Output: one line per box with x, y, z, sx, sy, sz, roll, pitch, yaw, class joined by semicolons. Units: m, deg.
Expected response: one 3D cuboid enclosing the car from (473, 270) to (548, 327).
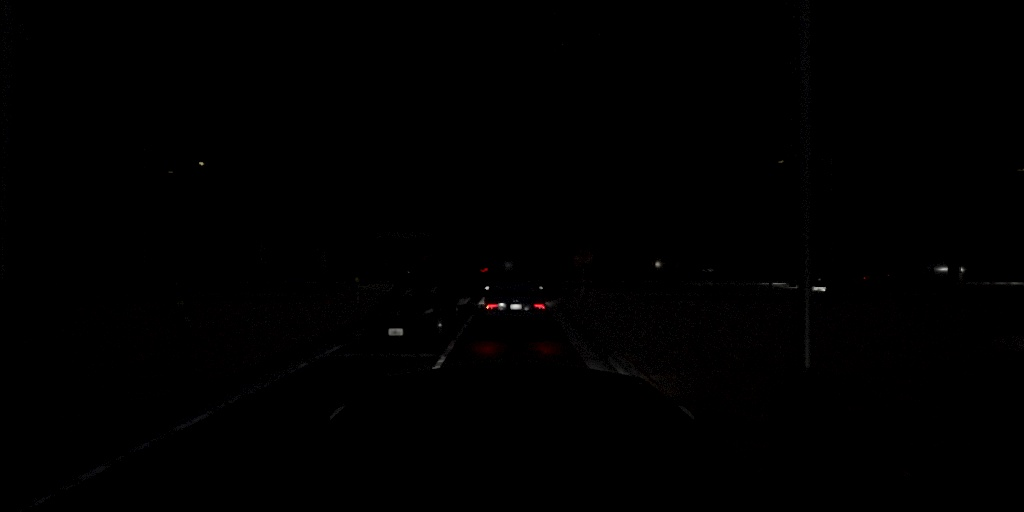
0.070;1.350;11.657;2.033;1.411;5.357;0;0;-1;car

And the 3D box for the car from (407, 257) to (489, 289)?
-4.228;1.089;23.861;5.566;2.045;2.150;0;0;0;car

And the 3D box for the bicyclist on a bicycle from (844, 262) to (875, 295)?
17.374;1.108;17.970;0.582;1.620;1.656;0;0;0;bicyclist on a bicycle

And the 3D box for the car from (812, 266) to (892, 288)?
22.425;1.376;23.819;4.181;1.385;1.994;0;0;0;car

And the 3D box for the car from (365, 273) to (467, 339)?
-2.629;1.361;10.303;1.948;1.339;4.313;0;0;0;car
